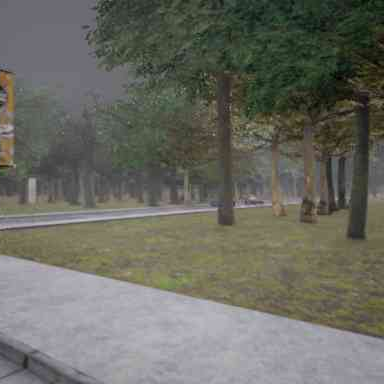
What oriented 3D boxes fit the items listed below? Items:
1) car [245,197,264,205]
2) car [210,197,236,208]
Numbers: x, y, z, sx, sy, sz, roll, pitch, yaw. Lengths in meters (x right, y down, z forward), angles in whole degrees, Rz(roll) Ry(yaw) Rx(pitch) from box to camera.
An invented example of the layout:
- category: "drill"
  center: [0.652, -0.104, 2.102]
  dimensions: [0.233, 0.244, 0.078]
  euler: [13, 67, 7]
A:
- category: "car"
  center: [10.493, 1.501, 56.282]
  dimensions: [1.812, 1.442, 4.674]
  euler: [0, 0, 35]
- category: "car"
  center: [4.528, 1.457, 47.803]
  dimensions: [1.882, 1.535, 5.008]
  euler: [0, 0, 36]
